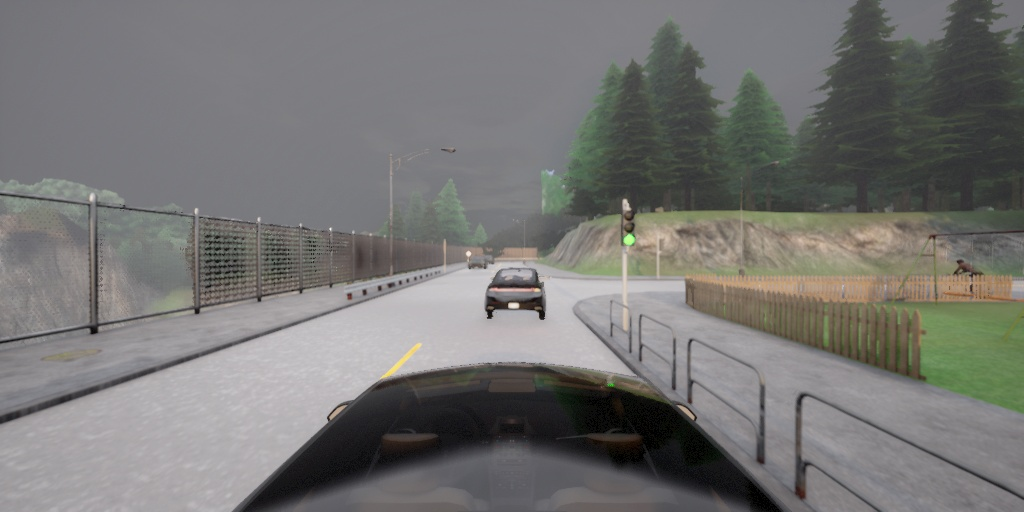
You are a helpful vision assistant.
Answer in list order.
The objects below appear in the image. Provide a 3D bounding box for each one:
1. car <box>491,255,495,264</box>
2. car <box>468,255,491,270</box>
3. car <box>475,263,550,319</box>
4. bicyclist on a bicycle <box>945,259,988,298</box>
[{"bbox_3d":[-4.068,0.577,60.009,2.097,1.767,4.553,0,1,0],"label":"car"},{"bbox_3d":[-4.100,0.727,43.514,2.097,1.767,4.553,0,0,0],"label":"car"},{"bbox_3d":[0.253,1.146,12.400,2.128,1.511,4.902,0,1,5],"label":"car"},{"bbox_3d":[19.790,0.973,15.684,0.582,1.620,1.656,0,0,0],"label":"bicyclist on a bicycle"}]
